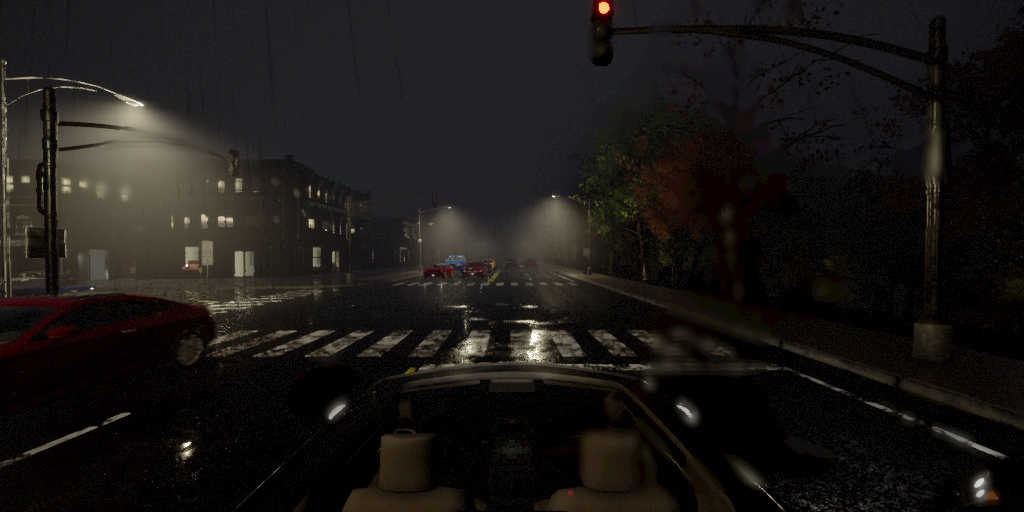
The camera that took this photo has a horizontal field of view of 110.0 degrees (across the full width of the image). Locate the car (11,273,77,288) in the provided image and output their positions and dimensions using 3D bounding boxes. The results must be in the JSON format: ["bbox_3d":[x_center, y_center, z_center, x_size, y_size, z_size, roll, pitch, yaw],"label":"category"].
[{"bbox_3d":[-20.849,1.583,15.249,4.718,1.301,1.895,-1,1,0],"label":"car"}]

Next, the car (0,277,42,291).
[{"bbox_3d":[-19.971,1.565,12.541,4.313,1.339,1.948,0,0,0],"label":"car"}]

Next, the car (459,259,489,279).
[{"bbox_3d":[-3.412,1.266,33.107,1.812,1.442,4.674,0,0,0],"label":"car"}]

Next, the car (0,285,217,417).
[{"bbox_3d":[-6.524,1.275,5.005,1.812,1.442,4.674,0,0,-2],"label":"car"}]

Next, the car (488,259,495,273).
[{"bbox_3d":[-3.425,1.241,43.174,1.837,1.490,4.892,0,0,0],"label":"car"}]

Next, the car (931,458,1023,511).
[{"bbox_3d":[3.356,1.314,0.228,1.994,1.385,4.181,0,0,0],"label":"car"}]

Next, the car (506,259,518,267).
[{"bbox_3d":[-0.038,1.232,63.209,1.837,1.490,4.892,0,0,0],"label":"car"}]

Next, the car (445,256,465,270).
[{"bbox_3d":[-6.678,0.957,42.791,2.150,2.045,5.566,0,0,0],"label":"car"}]

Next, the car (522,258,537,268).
[{"bbox_3d":[3.214,1.205,62.387,1.882,1.535,5.008,0,0,0],"label":"car"}]

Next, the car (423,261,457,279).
[{"bbox_3d":[-6.662,1.341,32.886,1.895,1.301,4.718,0,0,2],"label":"car"}]

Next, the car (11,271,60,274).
[{"bbox_3d":[-28.323,1.560,21.034,4.403,1.370,2.007,0,0,0],"label":"car"}]
